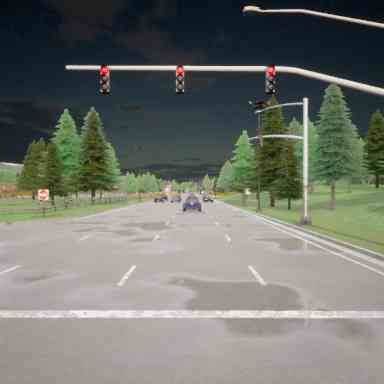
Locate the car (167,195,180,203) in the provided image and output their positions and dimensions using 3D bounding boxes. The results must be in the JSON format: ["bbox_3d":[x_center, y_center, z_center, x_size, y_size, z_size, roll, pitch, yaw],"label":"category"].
[{"bbox_3d":[-3.486,1.531,70.363,2.033,1.411,5.357,0,0,0],"label":"car"}]

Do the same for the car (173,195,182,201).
[{"bbox_3d":[-3.484,1.372,80.783,2.033,1.411,5.357,0,0,0],"label":"car"}]

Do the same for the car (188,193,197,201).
[{"bbox_3d":[0.016,1.188,80.753,2.097,1.767,4.553,0,0,0],"label":"car"}]

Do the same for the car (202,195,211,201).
[{"bbox_3d":[3.516,1.372,80.782,2.033,1.411,5.357,0,0,0],"label":"car"}]

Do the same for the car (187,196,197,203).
[{"bbox_3d":[0.014,1.544,70.746,1.994,1.385,4.181,0,0,0],"label":"car"}]

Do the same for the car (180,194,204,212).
[{"bbox_3d":[0.008,1.352,39.720,2.097,1.767,4.553,0,0,0],"label":"car"}]

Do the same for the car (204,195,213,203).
[{"bbox_3d":[3.514,1.588,70.809,1.895,1.301,4.718,0,0,0],"label":"car"}]

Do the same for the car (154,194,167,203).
[{"bbox_3d":[-6.986,1.517,70.781,1.812,1.442,4.674,0,0,0],"label":"car"}]
